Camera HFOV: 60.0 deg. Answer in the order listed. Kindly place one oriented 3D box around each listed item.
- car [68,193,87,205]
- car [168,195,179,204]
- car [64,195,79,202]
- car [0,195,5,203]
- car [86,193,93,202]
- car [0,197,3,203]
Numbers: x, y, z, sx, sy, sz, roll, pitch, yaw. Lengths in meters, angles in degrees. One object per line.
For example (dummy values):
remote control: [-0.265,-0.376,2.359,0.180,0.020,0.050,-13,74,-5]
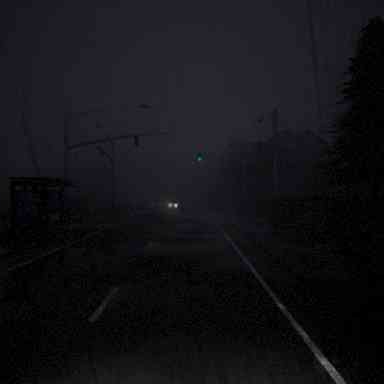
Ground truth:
car: [-18.917,1.420,53.432,2.007,1.523,4.514,0,0,0]
car: [-3.523,1.410,63.255,2.128,1.511,4.902,0,0,1]
car: [-25.945,1.459,71.904,1.970,1.475,3.806,0,0,0]
car: [-38.343,1.407,64.104,2.007,1.523,4.514,0,0,0]
car: [-22.619,1.176,71.301,1.905,1.878,3.866,0,0,0]
car: [-28.978,1.286,46.033,2.152,1.636,5.027,0,0,0]
